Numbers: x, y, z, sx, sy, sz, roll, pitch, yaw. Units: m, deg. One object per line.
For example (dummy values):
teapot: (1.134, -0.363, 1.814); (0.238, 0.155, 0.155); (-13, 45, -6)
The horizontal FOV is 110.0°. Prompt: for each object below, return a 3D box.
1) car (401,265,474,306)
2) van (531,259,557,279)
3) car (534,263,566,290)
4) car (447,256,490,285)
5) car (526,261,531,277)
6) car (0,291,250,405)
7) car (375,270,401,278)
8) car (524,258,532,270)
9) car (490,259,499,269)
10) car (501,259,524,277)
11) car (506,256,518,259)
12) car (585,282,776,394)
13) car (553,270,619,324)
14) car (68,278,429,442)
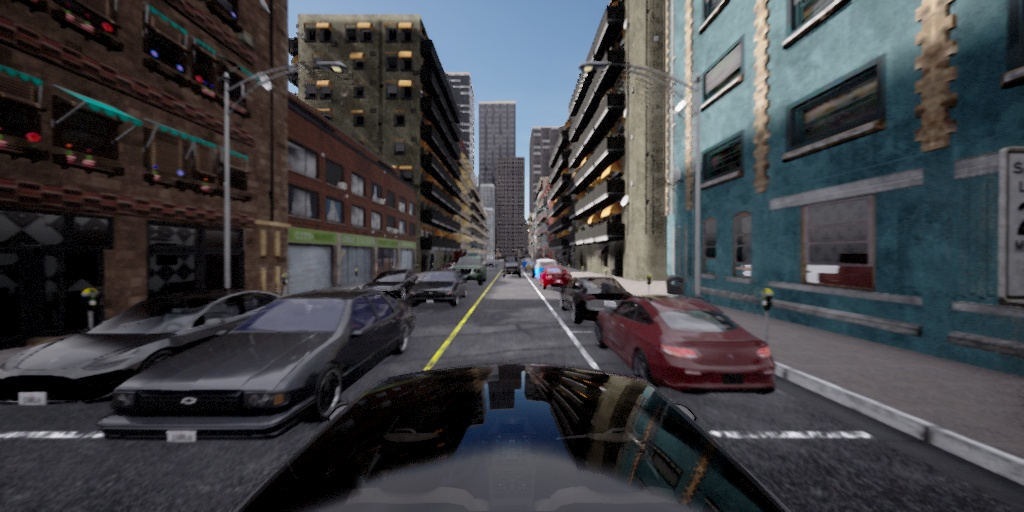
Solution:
car: (-3.099, 1.326, 16.156); (2.033, 1.411, 5.357); (0, 0, -1)
van: (2.688, 1.146, 28.517); (1.690, 1.789, 3.998); (0, 0, 0)
car: (2.689, 1.339, 22.994); (1.888, 1.381, 4.507); (0, 0, 0)
car: (-3.088, 1.023, 26.780); (2.150, 2.045, 5.566); (0, 0, 0)
car: (2.688, 1.384, 34.041); (1.948, 1.339, 4.313); (0, 0, 0)
car: (-5.692, 1.325, 6.436); (1.948, 1.339, 4.313); (0, 0, 0)
car: (-5.692, 1.347, 17.483); (1.948, 1.339, 4.313); (0, 0, 0)
car: (2.687, 1.382, 50.781); (1.751, 1.417, 4.829); (0, 0, 0)
car: (-3.002, 1.133, 52.853); (1.994, 1.385, 4.181); (0, 0, 0)
car: (0.002, 1.329, 36.033); (1.837, 1.490, 4.892); (0, 0, 0)
car: (0.022, 1.076, 48.579); (2.150, 2.045, 5.566); (0, 0, 0)
car: (2.690, 1.341, 6.424); (1.802, 1.307, 4.207); (0, 0, 0)
car: (2.689, 1.336, 11.947); (1.948, 1.339, 4.313); (0, 0, 0)
car: (-3.096, 1.306, 6.022); (2.033, 1.411, 5.357); (0, 0, 0)
